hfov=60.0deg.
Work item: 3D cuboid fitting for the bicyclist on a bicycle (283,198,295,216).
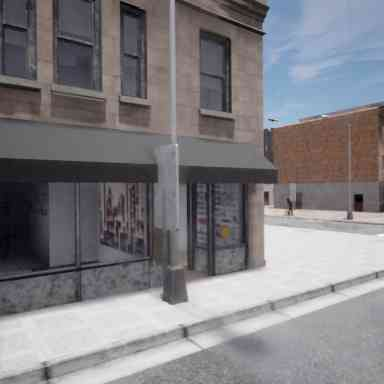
[{"bbox_3d":[8.921,1.386,30.628,1.656,1.620,0.582,-1,1,-35],"label":"bicyclist on a bicycle"}]
